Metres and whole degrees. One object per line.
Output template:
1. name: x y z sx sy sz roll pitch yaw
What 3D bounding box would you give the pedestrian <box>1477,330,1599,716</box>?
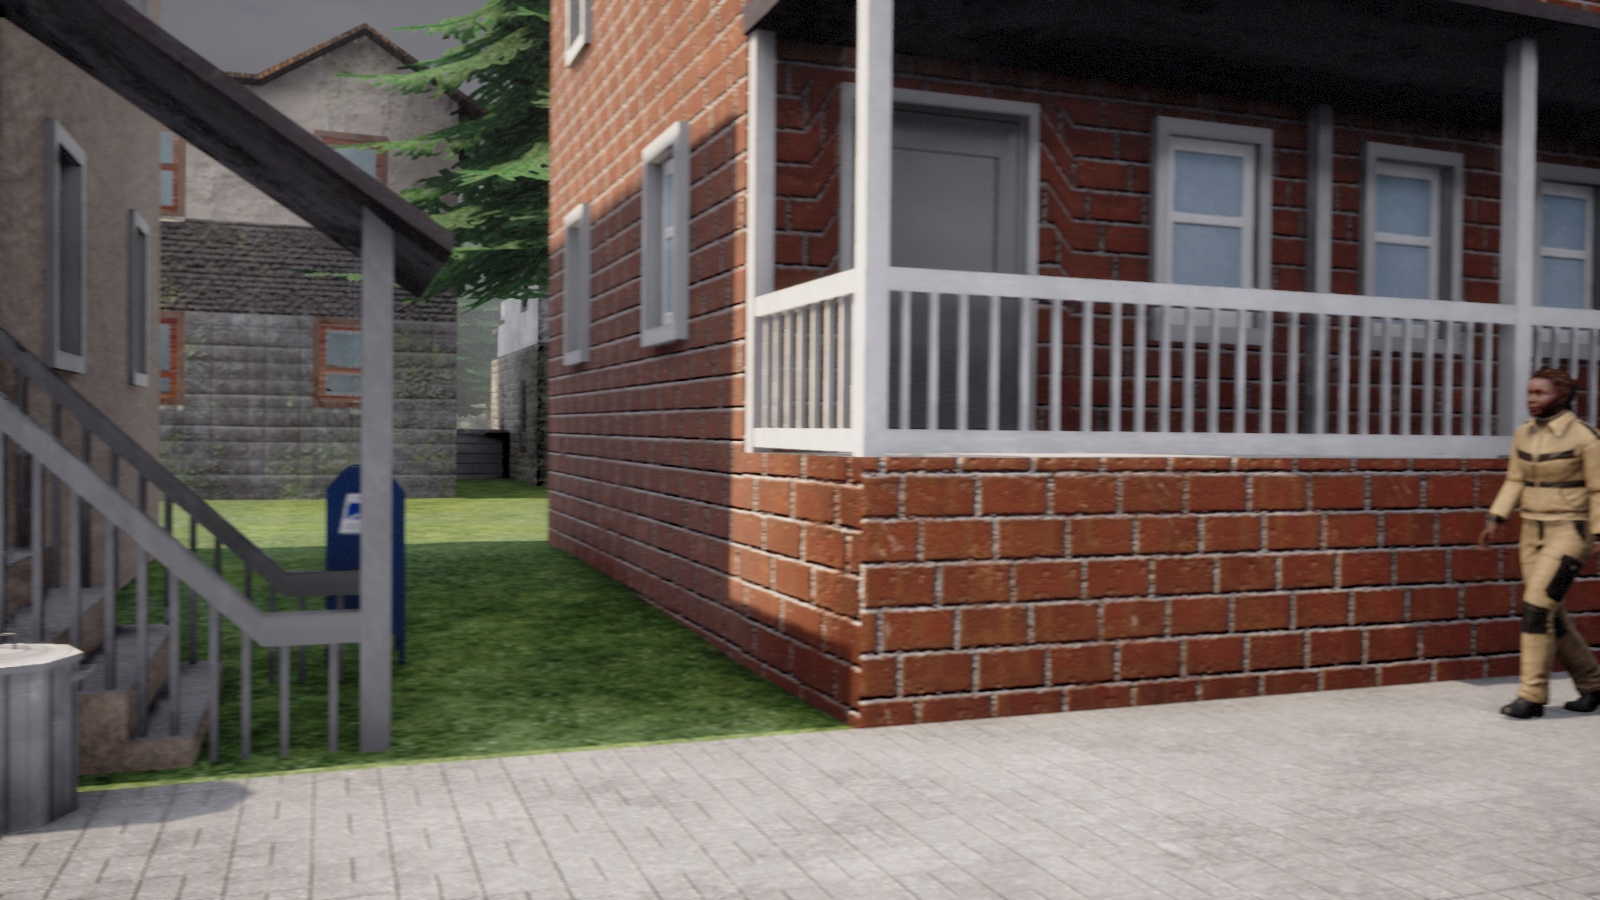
1. pedestrian: 3.973 0.358 6.544 0.692 1.930 0.396 -1 1 -12
